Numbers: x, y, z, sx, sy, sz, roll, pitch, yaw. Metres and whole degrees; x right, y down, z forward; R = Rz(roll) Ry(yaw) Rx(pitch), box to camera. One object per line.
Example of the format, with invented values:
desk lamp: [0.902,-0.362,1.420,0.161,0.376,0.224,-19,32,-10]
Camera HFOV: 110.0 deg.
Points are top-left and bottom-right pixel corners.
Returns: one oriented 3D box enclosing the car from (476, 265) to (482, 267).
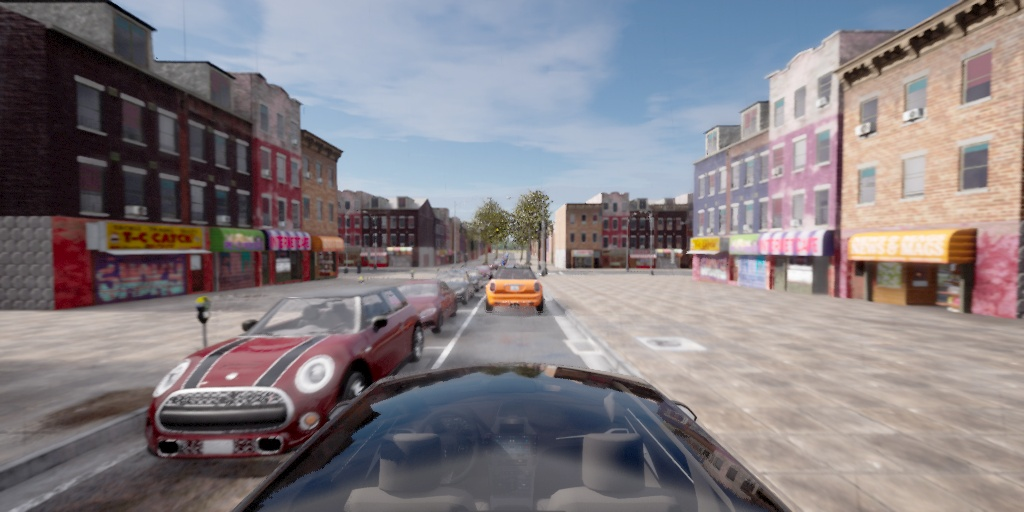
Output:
car: [-2.643,1.373,21.568,2.007,1.370,4.403,0,0,0]

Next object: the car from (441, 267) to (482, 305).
car: [-2.642,1.350,16.119,2.007,1.370,4.403,0,0,0]

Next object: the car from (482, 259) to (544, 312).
car: [0.096,1.144,14.541,2.097,1.767,4.553,0,0,0]

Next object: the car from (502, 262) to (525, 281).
car: [0.094,1.353,31.882,1.882,1.535,5.008,0,-1,0]

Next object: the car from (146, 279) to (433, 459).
car: [-2.641,1.200,5.226,1.967,1.591,4.097,0,0,0]

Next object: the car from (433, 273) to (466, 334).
car: [-2.641,1.360,10.670,1.802,1.307,4.207,0,0,0]
